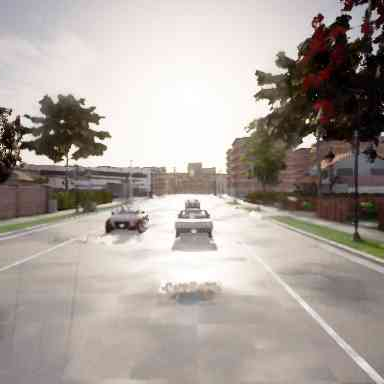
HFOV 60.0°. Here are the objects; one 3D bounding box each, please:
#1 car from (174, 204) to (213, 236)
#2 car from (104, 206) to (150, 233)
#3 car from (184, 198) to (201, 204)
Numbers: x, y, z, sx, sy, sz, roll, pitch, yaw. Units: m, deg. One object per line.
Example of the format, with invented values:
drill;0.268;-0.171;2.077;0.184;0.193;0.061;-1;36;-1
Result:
car;0.089;1.561;18.003;1.895;1.301;4.718;0;0;0
car;-3.600;1.521;19.042;1.994;1.385;4.181;0;0;0
car;0.070;1.426;38.155;2.033;1.411;5.357;0;0;0
